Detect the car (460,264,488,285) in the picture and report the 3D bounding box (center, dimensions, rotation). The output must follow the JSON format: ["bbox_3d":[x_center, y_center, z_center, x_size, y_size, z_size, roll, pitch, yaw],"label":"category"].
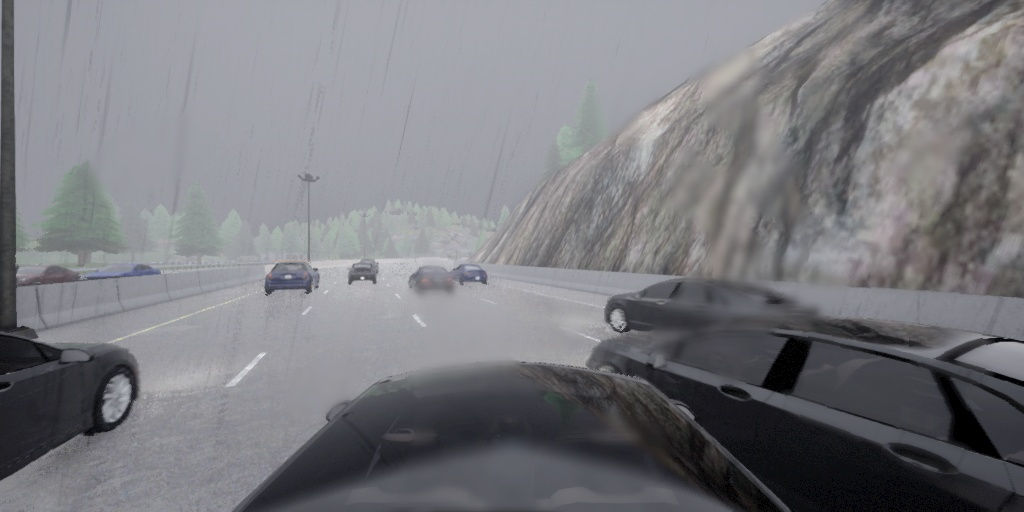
[{"bbox_3d":[-3.152,1.275,25.708,1.812,1.442,4.674,0,0,-23],"label":"car"}]

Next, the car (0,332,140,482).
[{"bbox_3d":[-4.830,1.253,2.436,1.837,1.490,4.892,0,0,-23],"label":"car"}]

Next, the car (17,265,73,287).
[{"bbox_3d":[-27.908,1.276,21.084,1.812,1.442,4.674,0,0,-22],"label":"car"}]

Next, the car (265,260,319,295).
[{"bbox_3d":[-12.255,1.102,20.254,2.097,1.767,4.553,0,0,-23],"label":"car"}]

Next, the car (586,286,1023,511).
[{"bbox_3d":[2.513,1.255,3.011,1.837,1.490,4.892,0,0,-23],"label":"car"}]

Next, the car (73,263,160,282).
[{"bbox_3d":[-24.949,1.227,23.112,1.882,1.535,5.008,0,0,-22],"label":"car"}]

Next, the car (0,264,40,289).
[{"bbox_3d":[-31.897,1.255,21.664,1.837,1.490,4.892,0,0,-21],"label":"car"}]

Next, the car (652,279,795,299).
[{"bbox_3d":[4.130,1.254,8.230,1.837,1.490,4.892,0,0,-23],"label":"car"}]

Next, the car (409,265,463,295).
[{"bbox_3d":[-4.544,1.297,19.945,2.033,1.411,5.357,0,0,-23],"label":"car"}]

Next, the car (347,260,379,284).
[{"bbox_3d":[-11.234,1.255,26.972,1.837,1.490,4.892,0,0,-22],"label":"car"}]
